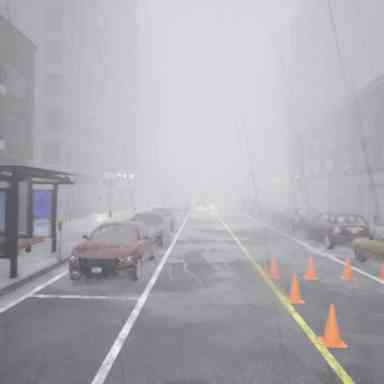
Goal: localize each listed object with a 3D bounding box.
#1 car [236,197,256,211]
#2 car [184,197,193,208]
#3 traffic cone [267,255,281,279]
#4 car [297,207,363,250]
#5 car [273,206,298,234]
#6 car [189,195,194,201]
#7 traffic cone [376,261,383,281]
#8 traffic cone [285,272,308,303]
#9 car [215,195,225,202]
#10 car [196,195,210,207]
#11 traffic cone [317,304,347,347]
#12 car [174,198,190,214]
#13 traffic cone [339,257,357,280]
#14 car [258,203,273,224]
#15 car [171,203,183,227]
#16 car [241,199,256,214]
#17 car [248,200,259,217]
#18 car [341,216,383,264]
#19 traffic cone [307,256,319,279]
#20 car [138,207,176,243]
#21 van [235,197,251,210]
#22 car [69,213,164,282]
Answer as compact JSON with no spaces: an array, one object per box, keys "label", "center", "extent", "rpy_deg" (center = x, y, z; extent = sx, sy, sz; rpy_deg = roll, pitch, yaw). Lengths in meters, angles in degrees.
[{"label":"car","center":[7.220,1.611,42.799],"extent":[2.192,1.841,5.009],"rpy_deg":[1,0,1]},{"label":"car","center":[-1.307,1.719,43.002],"extent":[1.947,1.339,4.313],"rpy_deg":[1,0,1]},{"label":"traffic cone","center":[2.244,2.031,9.100],"extent":[0.340,0.580,0.340],"rpy_deg":[1,0,1]},{"label":"car","center":[6.536,1.612,15.189],"extent":[1.967,1.590,4.097],"rpy_deg":[1,0,1]},{"label":"car","center":[6.672,1.637,20.711],"extent":[1.967,1.590,4.097],"rpy_deg":[1,0,1]},{"label":"car","center":[-1.169,1.617,48.526],"extent":[1.967,1.590,4.097],"rpy_deg":[1,0,1]},{"label":"traffic cone","center":[5.242,2.081,9.026],"extent":[0.340,0.580,0.340],"rpy_deg":[1,0,1]},{"label":"traffic cone","center":[2.194,2.022,7.101],"extent":[0.340,0.580,0.340],"rpy_deg":[1,0,1]},{"label":"car","center":[8.150,1.978,92.204],"extent":[1.967,1.590,4.097],"rpy_deg":[1,0,0]},{"label":"car","center":[1.715,1.739,57.312],"extent":[1.882,1.535,5.008],"rpy_deg":[1,0,1]},{"label":"traffic cone","center":[2.145,2.013,5.102],"extent":[0.340,0.580,0.340],"rpy_deg":[1,0,1]},{"label":"car","center":[-1.444,1.710,37.479],"extent":[1.802,1.307,4.206],"rpy_deg":[1,0,1]},{"label":"traffic cone","center":[4.243,2.064,9.051],"extent":[0.340,0.580,0.340],"rpy_deg":[1,0,1]},{"label":"car","center":[6.807,1.772,26.232],"extent":[2.008,1.369,4.403],"rpy_deg":[1,0,1]},{"label":"car","center":[-1.852,1.620,20.909],"extent":[1.947,1.339,4.313],"rpy_deg":[1,0,1]},{"label":"car","center":[7.079,1.837,37.276],"extent":[1.947,1.339,4.313],"rpy_deg":[1,0,1]},{"label":"car","center":[6.943,1.797,31.754],"extent":[2.008,1.369,4.403],"rpy_deg":[1,0,1]},{"label":"car","center":[6.403,1.674,9.837],"extent":[1.752,1.417,4.829],"rpy_deg":[1,0,1]},{"label":"traffic cone","center":[3.243,2.047,9.076],"extent":[0.340,0.580,0.340],"rpy_deg":[1,0,1]},{"label":"car","center":[-1.988,1.595,15.385],"extent":[1.947,1.339,4.313],"rpy_deg":[1,0,1]},{"label":"van","center":[7.355,1.661,48.321],"extent":[1.690,1.788,3.998],"rpy_deg":[1,0,1]},{"label":"car","center":[-2.124,1.549,9.862],"extent":[1.887,1.381,4.507],"rpy_deg":[1,0,1]}]
